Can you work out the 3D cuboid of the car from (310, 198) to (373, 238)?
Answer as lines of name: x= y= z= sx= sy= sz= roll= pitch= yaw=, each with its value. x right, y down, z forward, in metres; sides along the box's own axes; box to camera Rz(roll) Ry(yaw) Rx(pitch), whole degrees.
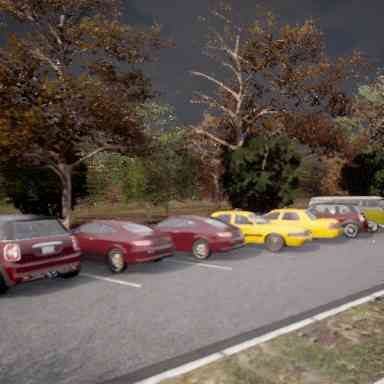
car: x=6.823 y=1.360 z=17.694 sx=4.553 sy=1.767 sz=2.185 roll=-1 pitch=0 yaw=33

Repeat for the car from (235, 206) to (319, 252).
car: x=2.236 y=1.486 z=14.035 sx=5.366 sy=1.575 sz=1.946 roll=-1 pitch=-1 yaw=33

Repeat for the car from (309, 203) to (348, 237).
car: x=4.287 y=1.489 z=16.016 sx=5.366 sy=1.575 sz=1.946 roll=-1 pitch=-1 yaw=33

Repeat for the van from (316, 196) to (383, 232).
van: x=9.237 y=1.256 z=19.466 sx=4.442 sy=1.987 sz=1.878 roll=-1 pitch=-1 yaw=32

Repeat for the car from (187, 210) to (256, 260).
car: x=-0.294 y=1.535 z=12.360 sx=4.674 sy=1.452 sz=2.002 roll=-1 pitch=-1 yaw=34

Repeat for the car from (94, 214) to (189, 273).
car: x=-2.677 y=1.537 z=10.603 sx=4.674 sy=1.452 sz=2.002 roll=-1 pitch=-1 yaw=34

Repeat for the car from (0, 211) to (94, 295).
car: x=-5.052 y=1.374 z=8.847 sx=4.553 sy=1.767 sz=2.185 roll=-1 pitch=0 yaw=34
